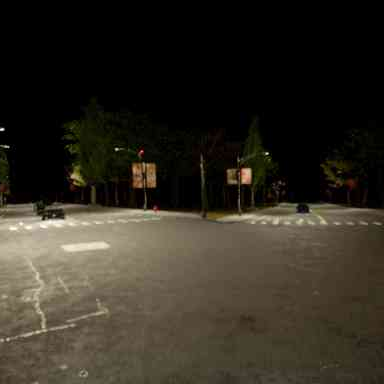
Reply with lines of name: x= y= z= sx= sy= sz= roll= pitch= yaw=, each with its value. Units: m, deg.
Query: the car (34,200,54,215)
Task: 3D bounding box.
car: x=-18.500 y=2.171 z=42.110 sx=1.882 sy=1.535 sz=5.008 roll=-2 pitch=0 yaw=-27

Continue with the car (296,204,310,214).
car: x=16.749 y=2.540 z=50.284 sx=1.882 sy=1.535 sz=5.008 roll=-1 pitch=-1 yaw=18

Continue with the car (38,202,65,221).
car: x=-13.795 y=2.055 z=32.963 sx=1.994 sy=1.385 sz=4.181 roll=-2 pitch=0 yaw=-27
